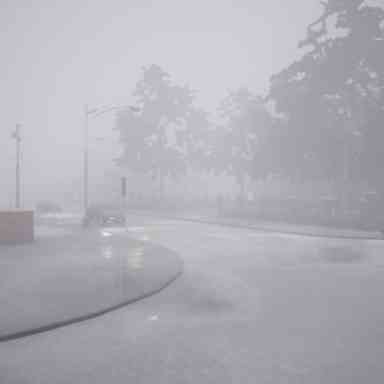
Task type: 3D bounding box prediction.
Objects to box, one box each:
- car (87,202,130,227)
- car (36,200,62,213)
[{"bbox_3d":[-6.013,1.515,23.407,1.837,1.490,4.892,0,1,-35],"label":"car"},{"bbox_3d":[-16.453,1.620,38.227,1.895,1.301,4.718,0,0,-35],"label":"car"}]
